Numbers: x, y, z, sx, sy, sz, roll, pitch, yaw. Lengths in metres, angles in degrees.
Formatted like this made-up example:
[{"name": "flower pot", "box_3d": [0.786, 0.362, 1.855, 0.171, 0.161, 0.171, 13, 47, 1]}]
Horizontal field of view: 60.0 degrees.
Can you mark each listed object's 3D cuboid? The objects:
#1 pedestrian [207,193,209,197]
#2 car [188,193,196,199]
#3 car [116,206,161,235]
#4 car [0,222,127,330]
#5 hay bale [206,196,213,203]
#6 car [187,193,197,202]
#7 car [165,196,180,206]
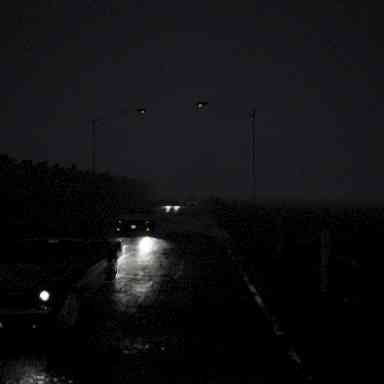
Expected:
[{"name": "pedestrian", "box_3d": [2.802, 1.010, 59.744, 0.375, 1.860, 0.375, 0, 1, -2]}, {"name": "car", "box_3d": [-0.029, 1.018, 80.986, 2.033, 1.411, 5.357, 0, 0, 0]}, {"name": "car", "box_3d": [-2.817, 1.460, 17.949, 1.994, 1.385, 4.181, 0, 1, 0]}, {"name": "car", "box_3d": [-2.847, 1.560, 6.931, 1.895, 1.301, 4.718, 0, 0, 0]}, {"name": "hay bale", "box_3d": [3.107, 1.367, 58.648, 1.220, 1.180, 1.240, 0, 1, 0]}, {"name": "car", "box_3d": [-0.026, 1.178, 66.036, 2.128, 1.511, 4.902, 0, 0, 0]}, {"name": "car", "box_3d": [-2.846, 1.314, 48.708, 1.994, 1.385, 4.181, 0, 0, 0]}]
